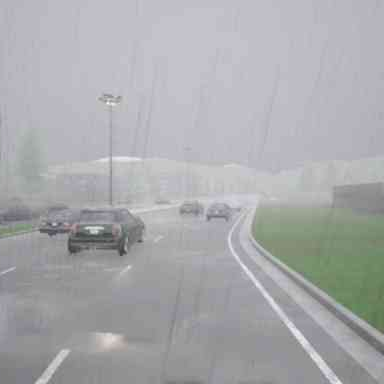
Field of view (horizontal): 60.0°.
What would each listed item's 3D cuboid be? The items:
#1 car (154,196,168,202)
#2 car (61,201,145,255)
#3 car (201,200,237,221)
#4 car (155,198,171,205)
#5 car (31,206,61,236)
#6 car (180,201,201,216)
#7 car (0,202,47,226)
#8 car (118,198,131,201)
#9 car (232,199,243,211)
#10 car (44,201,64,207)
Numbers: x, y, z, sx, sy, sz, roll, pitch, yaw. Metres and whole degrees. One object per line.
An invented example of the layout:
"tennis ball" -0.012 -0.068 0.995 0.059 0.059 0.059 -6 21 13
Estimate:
"car" -6.911 1.593 75.283 1.994 1.385 4.181 0 0 12
"car" -3.330 1.424 13.819 2.097 1.767 4.553 0 0 3
"car" 2.416 1.660 28.508 2.033 1.411 5.357 0 0 11
"car" -5.627 1.895 64.307 1.895 1.301 4.718 0 0 12
"car" -6.410 1.653 18.883 2.033 1.411 5.357 0 0 8
"car" 0.055 1.638 34.432 2.128 1.511 4.902 0 0 11
"car" -13.956 1.710 25.331 2.033 1.411 5.357 0 0 14
"car" -12.948 1.882 63.525 1.994 1.385 4.181 0 0 12
"car" 5.373 1.686 42.842 1.812 1.442 4.674 0 0 12
"car" -15.256 1.703 35.550 2.128 1.511 4.902 0 0 12
